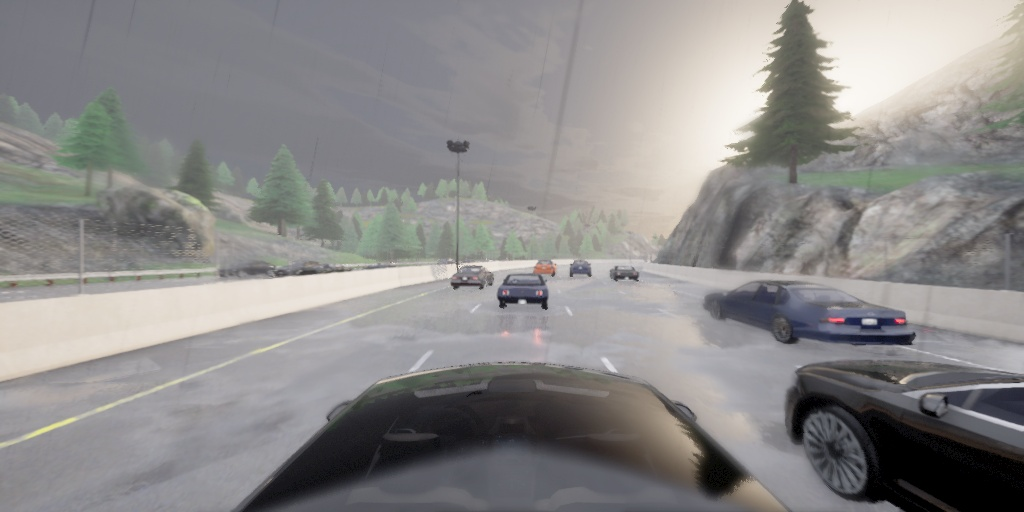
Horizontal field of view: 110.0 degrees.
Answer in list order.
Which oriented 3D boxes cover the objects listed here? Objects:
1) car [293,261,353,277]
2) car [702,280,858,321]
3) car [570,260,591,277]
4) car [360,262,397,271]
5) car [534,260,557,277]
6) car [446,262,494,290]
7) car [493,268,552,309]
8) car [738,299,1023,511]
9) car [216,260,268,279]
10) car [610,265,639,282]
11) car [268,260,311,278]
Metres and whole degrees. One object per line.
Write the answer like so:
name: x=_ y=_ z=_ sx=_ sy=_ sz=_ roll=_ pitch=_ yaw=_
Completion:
car: x=-15.568 y=1.268 z=30.155 sx=1.895 sy=1.301 sz=4.718 roll=0 pitch=0 yaw=8
car: x=7.215 y=1.353 z=9.607 sx=2.033 sy=1.411 sz=5.357 roll=0 pitch=0 yaw=3
car: x=7.167 y=1.180 z=37.492 sx=2.097 sy=1.767 sz=4.553 roll=0 pitch=0 yaw=11
car: x=-11.761 y=1.258 z=31.841 sx=1.994 sy=1.385 sz=4.181 roll=0 pitch=0 yaw=9
car: x=3.534 y=1.155 z=37.119 sx=2.097 sy=1.767 sz=4.553 roll=0 pitch=0 yaw=11
car: x=-2.326 y=1.299 z=22.407 sx=2.033 sy=1.411 sz=5.357 roll=0 pitch=0 yaw=7
car: x=0.559 y=1.366 z=15.143 sx=1.895 sy=1.301 sz=4.718 roll=0 pitch=0 yaw=4
car: x=3.613 y=1.267 z=1.555 sx=2.128 sy=1.511 sz=4.902 roll=0 pitch=0 yaw=0
car: x=-22.540 y=1.124 z=30.686 sx=1.837 sy=1.490 sz=4.892 roll=0 pitch=0 yaw=8
car: x=9.362 y=1.438 z=30.213 sx=1.895 sy=1.301 sz=4.718 roll=0 pitch=0 yaw=10
car: x=-18.798 y=1.151 z=32.077 sx=1.837 sy=1.490 sz=4.892 roll=0 pitch=0 yaw=9
